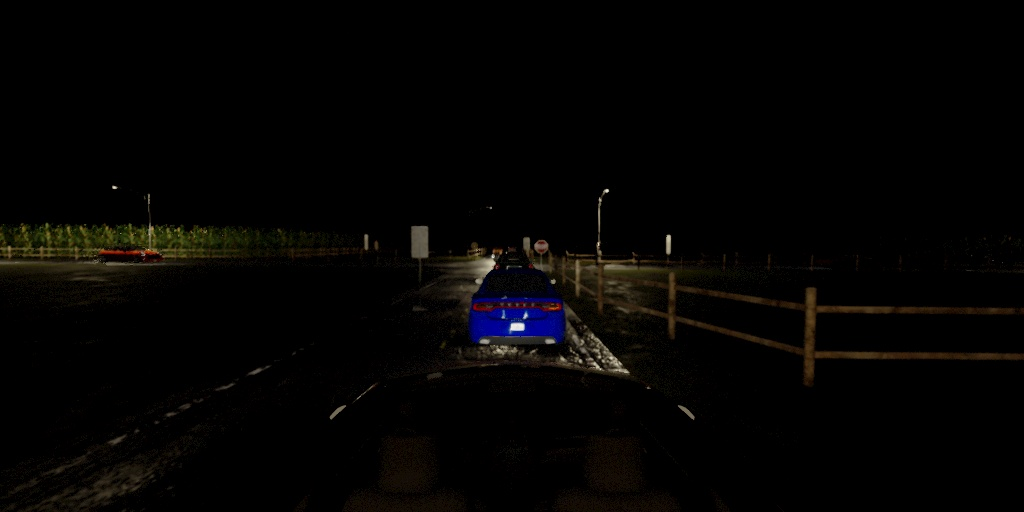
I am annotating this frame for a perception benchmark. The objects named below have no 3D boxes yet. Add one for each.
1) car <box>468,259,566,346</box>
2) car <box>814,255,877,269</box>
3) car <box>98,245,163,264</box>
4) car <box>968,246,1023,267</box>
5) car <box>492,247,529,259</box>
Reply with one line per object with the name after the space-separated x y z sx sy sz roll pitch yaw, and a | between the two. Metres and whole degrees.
0.095 1.002 8.688 1.882 1.535 5.008 0 2 0 | car
33.267 0.541 35.896 4.718 1.301 1.895 1 2 1 | car
-35.670 -0.193 33.600 4.553 1.767 2.097 0 2 1 | car
49.162 -0.018 35.635 5.566 2.045 2.150 1 2 1 | car
0.089 0.544 18.961 2.097 1.767 4.553 0 2 0 | car
